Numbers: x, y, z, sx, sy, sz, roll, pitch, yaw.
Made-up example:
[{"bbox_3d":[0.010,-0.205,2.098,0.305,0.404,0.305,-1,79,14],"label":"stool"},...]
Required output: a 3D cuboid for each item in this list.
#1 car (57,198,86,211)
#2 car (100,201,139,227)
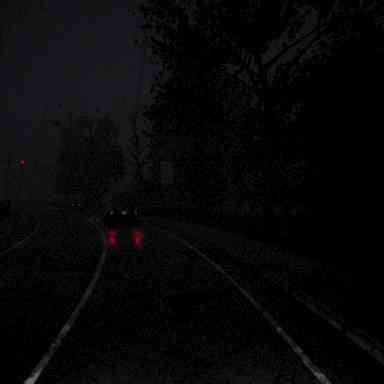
[{"bbox_3d":[-13.940,1.426,38.478,2.033,1.411,5.357,4,-2,-38],"label":"car"},{"bbox_3d":[-5.131,1.374,23.319,2.097,1.767,4.553,2,-1,-22],"label":"car"}]
